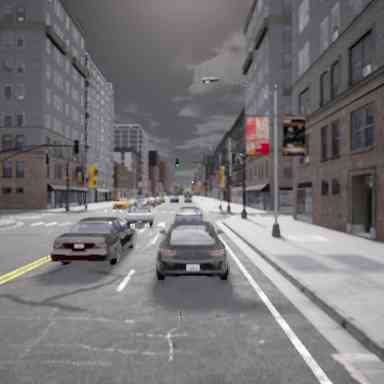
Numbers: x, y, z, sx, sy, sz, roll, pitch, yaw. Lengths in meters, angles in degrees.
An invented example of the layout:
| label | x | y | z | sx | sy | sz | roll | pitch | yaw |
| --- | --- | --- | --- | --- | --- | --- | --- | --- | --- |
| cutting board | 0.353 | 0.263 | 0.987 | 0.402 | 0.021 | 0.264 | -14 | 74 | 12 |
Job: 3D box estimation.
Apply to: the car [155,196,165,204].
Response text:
| label | x | y | z | sx | sy | sz | roll | pitch | yaw |
| --- | --- | --- | --- | --- | --- | --- | --- | --- | --- |
| car | -7.388 | 1.759 | 77.546 | 2.097 | 1.767 | 4.553 | 0 | 0 | -1 |

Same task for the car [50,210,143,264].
| label | x | y | z | sx | sy | sz | roll | pitch | yaw |
| --- | --- | --- | --- | --- | --- | --- | --- | --- | --- |
| car | -3.274 | 1.612 | 12.048 | 2.033 | 1.411 | 5.357 | 0 | 0 | -1 |

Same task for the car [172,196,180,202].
| label | x | y | z | sx | sy | sz | roll | pitch | yaw |
| --- | --- | --- | --- | --- | --- | --- | --- | --- | --- |
| car | -4.268 | 1.840 | 88.746 | 1.837 | 1.490 | 4.892 | 0 | 0 | -1 |

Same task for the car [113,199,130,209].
| label | x | y | z | sx | sy | sz | roll | pitch | yaw |
| --- | --- | --- | --- | --- | --- | --- | --- | --- | --- |
| car | -10.407 | 1.750 | 49.589 | 1.882 | 1.535 | 5.008 | 0 | 0 | 0 |

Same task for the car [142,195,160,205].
| label | x | y | z | sx | sy | sz | roll | pitch | yaw |
| --- | --- | --- | --- | --- | --- | --- | --- | --- | --- |
| car | -7.228 | 1.805 | 57.442 | 2.128 | 1.511 | 4.902 | 0 | 0 | 0 |

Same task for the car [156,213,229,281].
| label | x | y | z | sx | sy | sz | roll | pitch | yaw |
| --- | --- | --- | --- | --- | --- | --- | --- | --- | --- |
| car | -0.005 | 1.578 | 9.898 | 1.812 | 1.442 | 4.674 | 0 | 0 | -1 |

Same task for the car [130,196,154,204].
| label | x | y | z | sx | sy | sz | roll | pitch | yaw |
| --- | --- | --- | --- | --- | --- | --- | --- | --- | --- |
| car | -7.138 | 1.755 | 48.088 | 2.128 | 1.511 | 4.902 | 0 | 0 | -1 |

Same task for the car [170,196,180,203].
| label | x | y | z | sx | sy | sz | roll | pitch | yaw |
| --- | --- | --- | --- | --- | --- | --- | --- | --- | --- |
| car | -4.146 | 1.893 | 78.326 | 1.882 | 1.535 | 5.008 | 0 | 0 | -1 |

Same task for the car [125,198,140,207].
| label | x | y | z | sx | sy | sz | roll | pitch | yaw |
| --- | --- | --- | --- | --- | --- | --- | --- | --- | --- |
| car | -10.480 | 1.847 | 58.812 | 1.812 | 1.442 | 4.674 | 0 | 0 | 0 |

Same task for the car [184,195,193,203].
| label | x | y | z | sx | sy | sz | roll | pitch | yaw |
| --- | --- | --- | --- | --- | --- | --- | --- | --- | --- |
| car | -0.901 | 2.013 | 78.810 | 1.895 | 1.301 | 4.718 | 0 | 0 | -1 |

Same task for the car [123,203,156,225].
| label | x | y | z | sx | sy | sz | roll | pitch | yaw |
| --- | --- | --- | --- | --- | --- | --- | --- | --- | --- |
| car | -3.953 | 1.734 | 24.774 | 1.895 | 1.301 | 4.718 | 0 | 0 | -10 |

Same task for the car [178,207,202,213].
| label | x | y | z | sx | sy | sz | roll | pitch | yaw |
| --- | --- | --- | --- | --- | --- | --- | --- | --- | --- |
| car | -0.147 | 1.662 | 21.319 | 2.033 | 1.411 | 5.357 | 0 | 0 | 0 |

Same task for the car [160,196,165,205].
| label | x | y | z | sx | sy | sz | roll | pitch | yaw |
| --- | --- | --- | --- | --- | --- | --- | --- | --- | --- |
| car | -7.269 | 1.856 | 67.313 | 2.128 | 1.511 | 4.902 | 0 | 0 | -1 |
